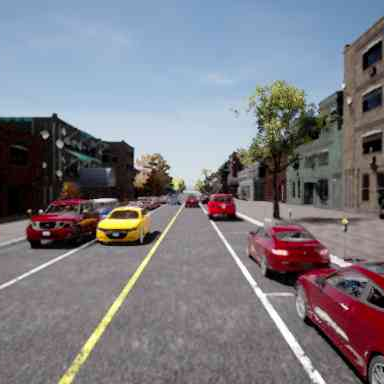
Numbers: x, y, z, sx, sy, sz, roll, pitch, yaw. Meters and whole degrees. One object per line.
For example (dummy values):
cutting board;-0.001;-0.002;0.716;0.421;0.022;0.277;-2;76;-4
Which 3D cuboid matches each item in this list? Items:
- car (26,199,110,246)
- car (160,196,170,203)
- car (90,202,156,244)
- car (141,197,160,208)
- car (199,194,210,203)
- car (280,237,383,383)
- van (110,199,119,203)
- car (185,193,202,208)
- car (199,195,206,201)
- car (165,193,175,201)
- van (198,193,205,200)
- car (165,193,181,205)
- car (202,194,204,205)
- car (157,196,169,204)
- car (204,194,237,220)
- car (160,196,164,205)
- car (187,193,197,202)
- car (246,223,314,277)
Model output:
car;-5.692;1.309;15.505;2.192;1.841;5.009;-1;0;0
car;-5.680;1.550;70.989;1.802;1.307;4.206;-1;0;0
car;-3.097;1.471;16.006;1.882;1.535;5.008;0;0;0
car;-5.686;1.422;43.247;1.967;1.590;4.097;-1;0;0
car;2.698;1.283;70.989;2.192;1.841;5.009;-1;0;0
car;2.688;1.580;4.409;1.802;1.307;4.206;-1;0;0
van;-5.692;1.333;21.053;1.690;1.788;3.998;-1;0;0
car;0.022;1.330;48.785;2.097;1.767;4.553;0;0;0
car;2.704;1.484;87.804;1.752;1.417;4.829;-1;0;0
car;-5.679;1.274;87.633;2.192;1.841;5.009;-1;0;0
van;2.702;1.297;93.182;1.690;1.788;3.998;-1;0;0
car;-3.039;1.326;57.601;2.097;1.767;4.553;0;0;1
car;2.698;1.539;59.893;1.947;1.339;4.313;-1;0;0
car;-5.682;1.522;65.440;2.008;1.369;4.403;-1;0;0
car;2.398;1.217;27.911;2.150;2.045;5.566;0;0;0
car;-5.684;1.524;48.795;1.887;1.381;4.507;-1;0;0
car;0.012;1.187;69.501;2.097;1.767;4.553;0;0;0
car;2.689;1.578;9.957;1.802;1.307;4.206;-1;0;0
